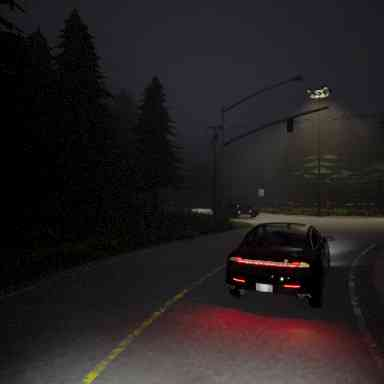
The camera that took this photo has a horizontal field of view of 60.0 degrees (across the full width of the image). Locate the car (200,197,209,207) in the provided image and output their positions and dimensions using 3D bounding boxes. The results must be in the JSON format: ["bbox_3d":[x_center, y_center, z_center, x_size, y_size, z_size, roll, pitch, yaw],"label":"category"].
[{"bbox_3d":[2.482,1.516,46.794,2.128,1.511,4.902,0,0,15],"label":"car"}]

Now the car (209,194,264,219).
[{"bbox_3d":[3.873,1.248,30.232,2.150,2.045,5.566,0,0,-21],"label":"car"}]

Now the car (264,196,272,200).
[{"bbox_3d":[14.199,1.535,65.525,1.837,1.490,4.892,0,0,43],"label":"car"}]

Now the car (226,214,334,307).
[{"bbox_3d":[2.296,1.492,8.128,2.128,1.511,4.902,0,0,25],"label":"car"}]
